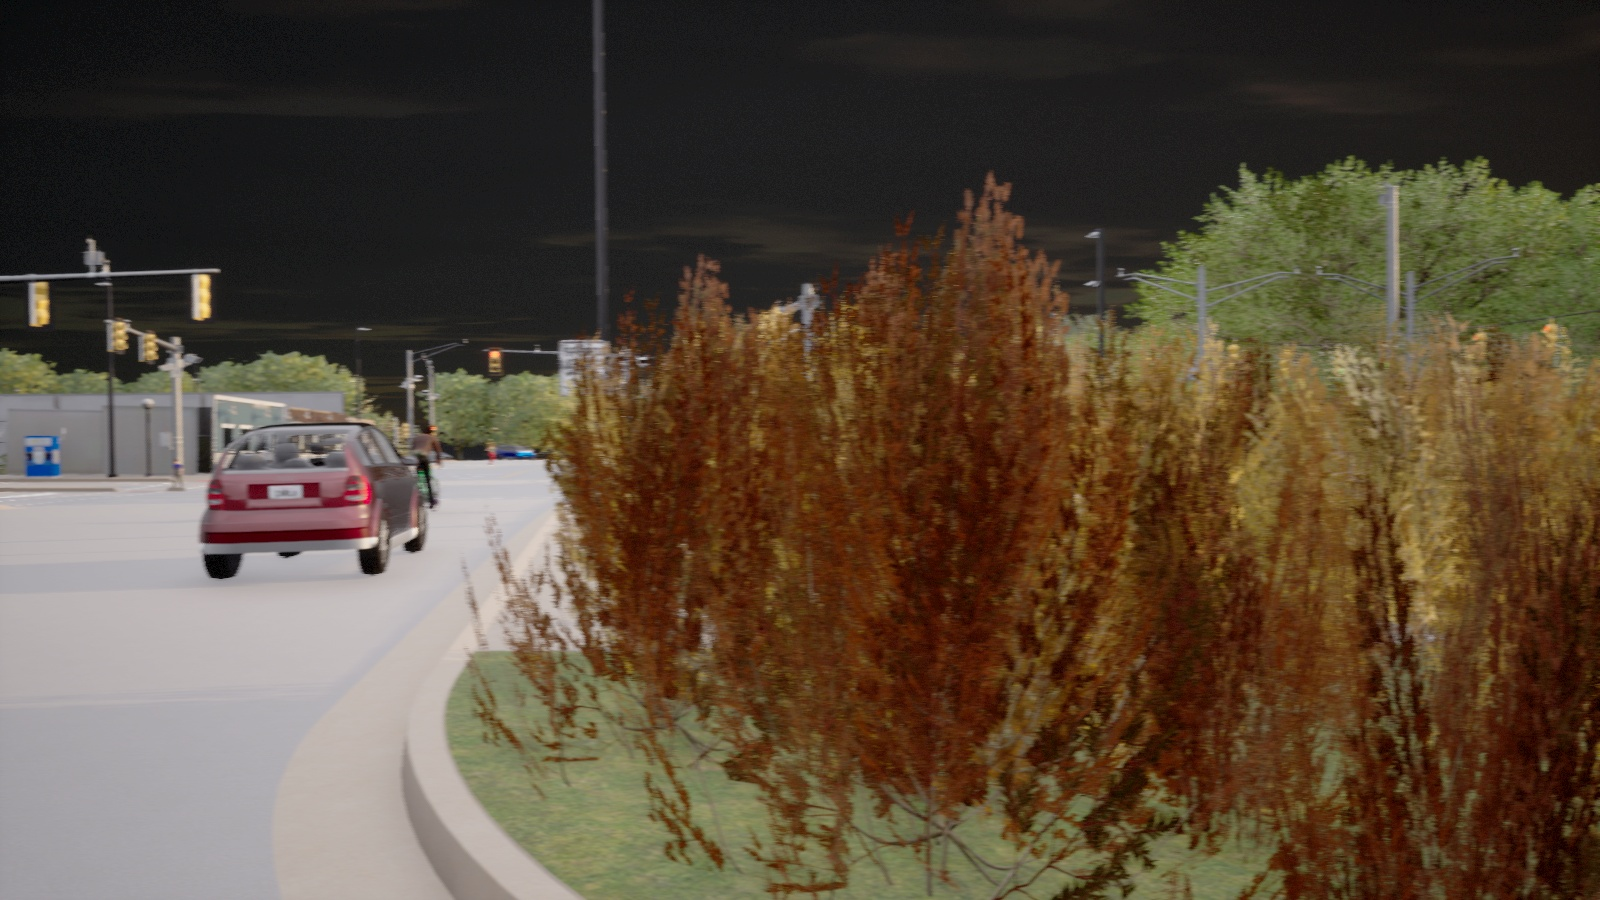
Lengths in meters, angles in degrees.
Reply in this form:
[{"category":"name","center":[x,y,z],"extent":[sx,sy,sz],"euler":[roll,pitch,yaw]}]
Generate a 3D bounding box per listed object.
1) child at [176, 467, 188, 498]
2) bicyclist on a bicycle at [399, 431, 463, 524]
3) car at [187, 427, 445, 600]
[{"category":"child","center":[-25.492,1.355,51.827],"extent":[0.270,1.263,0.437],"euler":[-2,1,-6]},{"category":"bicyclist on a bicycle","center":[-6.793,0.494,23.166],"extent":[0.582,1.620,1.656],"euler":[-3,0,1]},{"category":"car","center":[-5.077,0.580,13.702],"extent":[1.789,1.549,3.705],"euler":[-2,1,-8]}]
